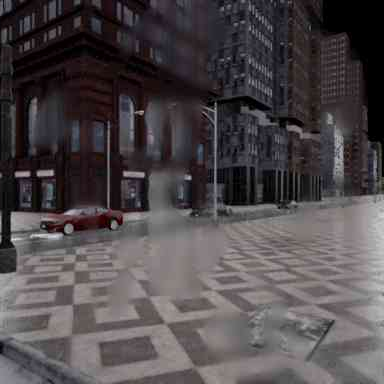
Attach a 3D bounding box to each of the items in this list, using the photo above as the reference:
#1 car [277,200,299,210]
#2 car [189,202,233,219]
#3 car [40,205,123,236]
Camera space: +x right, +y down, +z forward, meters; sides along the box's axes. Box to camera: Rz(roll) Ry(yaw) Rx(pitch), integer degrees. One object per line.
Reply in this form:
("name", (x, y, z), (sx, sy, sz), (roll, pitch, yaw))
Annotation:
("car", (13.806, 1.797, 47.621), (1.994, 1.385, 4.181), (0, 0, 35))
("car", (1.939, 1.680, 31.079), (2.033, 1.411, 5.357), (0, 0, 35))
("car", (-6.307, 1.545, 19.479), (1.882, 1.535, 5.008), (0, 0, 36))
